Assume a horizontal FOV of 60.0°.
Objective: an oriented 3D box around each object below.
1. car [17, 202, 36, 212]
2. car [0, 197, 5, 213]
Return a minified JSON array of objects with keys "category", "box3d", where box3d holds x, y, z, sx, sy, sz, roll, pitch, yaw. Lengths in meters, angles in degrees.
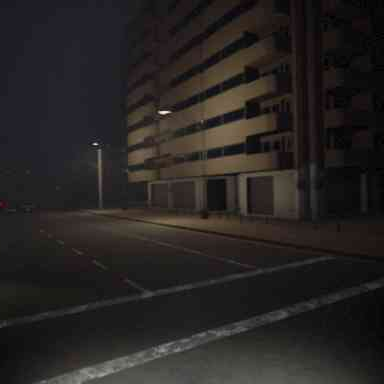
[{"category":"car","box3d":[-21.927,1.954,43.906,1.895,1.301,4.718,-1,0,-32]},{"category":"car","box3d":[-25.230,1.653,42.563,2.150,2.045,5.566,-1,0,-32]}]
